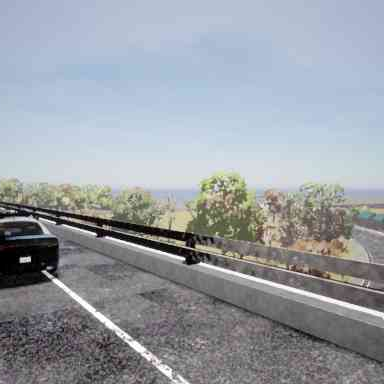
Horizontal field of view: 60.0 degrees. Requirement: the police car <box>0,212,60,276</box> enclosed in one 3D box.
[{"bbox_3d":[-5.538,1.423,10.057,1.930,1.638,5.238,0,0,-37],"label":"police car"}]
